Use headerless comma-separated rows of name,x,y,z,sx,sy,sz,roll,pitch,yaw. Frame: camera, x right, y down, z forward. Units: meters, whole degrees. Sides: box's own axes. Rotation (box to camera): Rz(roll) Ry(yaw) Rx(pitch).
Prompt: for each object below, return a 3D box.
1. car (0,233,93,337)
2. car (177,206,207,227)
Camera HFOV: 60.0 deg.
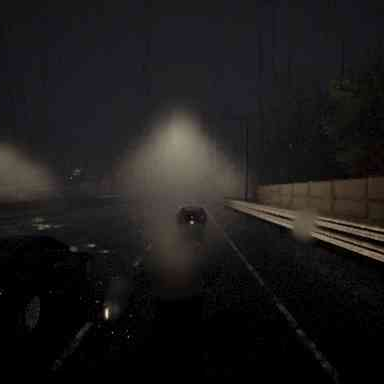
car,-3.402,1.535,6.517,1.812,1.442,4.674,0,0,0
car,-0.003,1.648,23.316,1.895,1.301,4.718,0,0,0
